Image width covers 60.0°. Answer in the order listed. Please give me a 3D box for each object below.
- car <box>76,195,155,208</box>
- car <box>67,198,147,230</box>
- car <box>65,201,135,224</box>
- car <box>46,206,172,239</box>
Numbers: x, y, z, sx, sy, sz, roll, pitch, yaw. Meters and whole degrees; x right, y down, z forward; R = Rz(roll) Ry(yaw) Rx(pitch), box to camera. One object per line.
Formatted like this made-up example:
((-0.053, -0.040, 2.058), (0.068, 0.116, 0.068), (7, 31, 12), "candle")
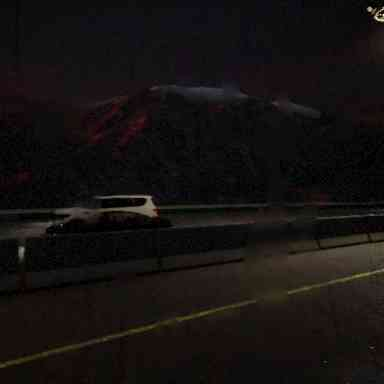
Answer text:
((-4.505, 1.185, 17.693), (5.566, 2.045, 2.150), (0, 0, -33), "car")
((-5.371, 1.309, 21.241), (4.553, 1.767, 2.097), (0, 0, -32), "car")
((-6.745, 1.476, 24.530), (4.674, 1.442, 1.812), (0, 0, -32), "car")
((-3.373, 1.518, 14.266), (5.357, 1.411, 2.033), (0, 0, -33), "car")
